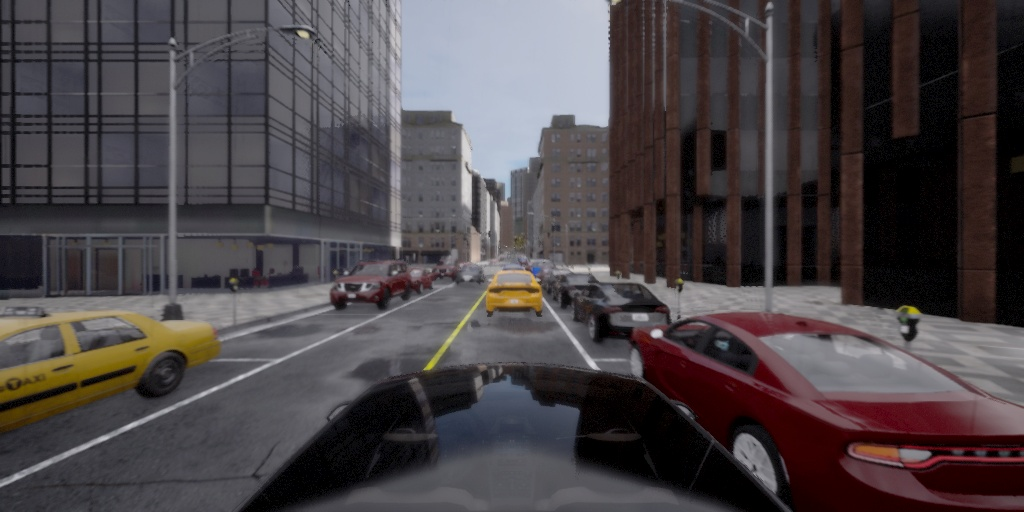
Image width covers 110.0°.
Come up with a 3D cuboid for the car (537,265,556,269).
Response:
[{"bbox_3d":[2.757,1.403,21.074,2.007,1.370,4.403,0,0,0],"label":"car"}]

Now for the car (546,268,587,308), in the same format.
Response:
[{"bbox_3d":[2.758,1.390,15.429,1.948,1.339,4.313,0,0,0],"label":"car"}]

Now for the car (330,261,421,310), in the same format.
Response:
[{"bbox_3d":[-5.767,1.138,15.431,2.192,1.841,5.009,0,0,0],"label":"car"}]

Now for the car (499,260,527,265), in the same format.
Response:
[{"bbox_3d":[0.095,1.375,30.803,1.882,1.535,5.008,0,0,0],"label":"car"}]

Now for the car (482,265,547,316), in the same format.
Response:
[{"bbox_3d":[0.083,1.293,13.749,1.882,1.535,5.008,0,0,0],"label":"car"}]

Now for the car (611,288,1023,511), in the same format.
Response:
[{"bbox_3d":[2.761,1.309,4.139,1.888,1.381,4.507,0,0,0],"label":"car"}]

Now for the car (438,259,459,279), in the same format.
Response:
[{"bbox_3d":[-5.771,1.218,32.364,2.192,1.841,5.009,0,0,0],"label":"car"}]

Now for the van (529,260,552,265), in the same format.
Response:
[{"bbox_3d":[2.754,1.245,32.363,1.690,1.789,3.998,0,0,0],"label":"van"}]

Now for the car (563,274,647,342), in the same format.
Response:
[{"bbox_3d":[2.760,1.360,9.784,1.948,1.339,4.313,0,0,0],"label":"car"}]

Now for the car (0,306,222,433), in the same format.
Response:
[{"bbox_3d":[-5.764,1.289,3.973,1.751,1.417,4.829,0,0,0],"label":"car"}]

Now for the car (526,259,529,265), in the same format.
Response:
[{"bbox_3d":[2.752,1.368,38.007,1.967,1.591,4.097,0,0,0],"label":"car"}]

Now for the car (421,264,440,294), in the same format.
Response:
[{"bbox_3d":[-5.768,1.397,21.076,1.888,1.381,4.507,0,0,0],"label":"car"}]

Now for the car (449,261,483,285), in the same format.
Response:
[{"bbox_3d":[-3.106,1.373,27.322,2.128,1.511,4.902,0,0,0],"label":"car"}]
